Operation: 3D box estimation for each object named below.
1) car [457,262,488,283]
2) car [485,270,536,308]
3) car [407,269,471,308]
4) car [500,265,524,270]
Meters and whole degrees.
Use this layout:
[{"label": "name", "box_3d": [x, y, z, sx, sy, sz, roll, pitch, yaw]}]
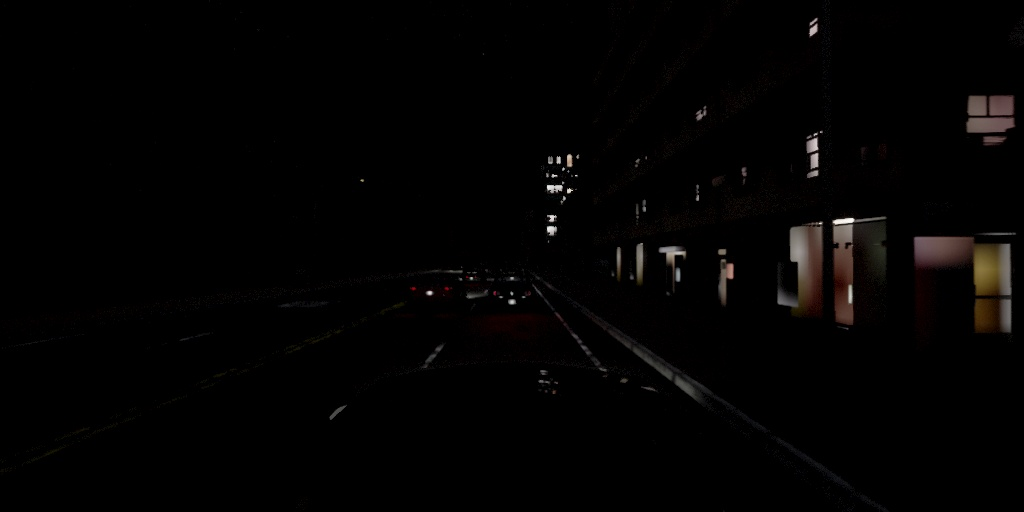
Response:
[{"label": "car", "box_3d": [-3.238, 1.539, 31.144, 1.837, 1.490, 4.892, 0, 0, 0]}, {"label": "car", "box_3d": [0.006, 1.486, 15.957, 1.895, 1.301, 4.718, 0, -1, 0]}, {"label": "car", "box_3d": [-3.241, 1.451, 16.164, 1.994, 1.385, 4.181, 0, 0, 0]}, {"label": "car", "box_3d": [0.013, 1.539, 31.158, 1.837, 1.490, 4.892, 0, 0, 0]}]
